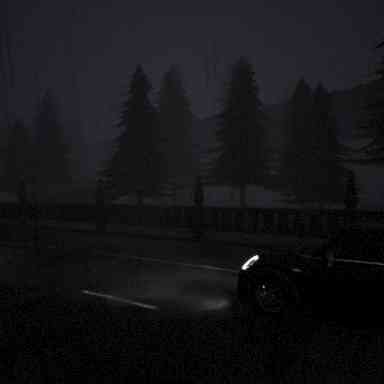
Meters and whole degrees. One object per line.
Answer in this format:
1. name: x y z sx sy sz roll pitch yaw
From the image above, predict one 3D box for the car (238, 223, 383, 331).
1. car: 3.092 1.335 5.853 4.553 1.767 2.097 0 0 35
